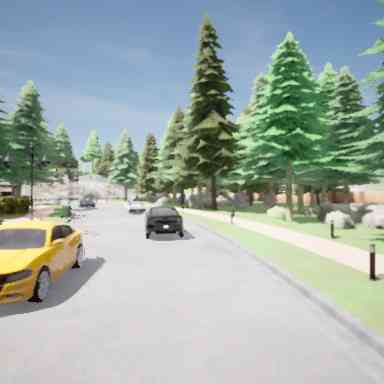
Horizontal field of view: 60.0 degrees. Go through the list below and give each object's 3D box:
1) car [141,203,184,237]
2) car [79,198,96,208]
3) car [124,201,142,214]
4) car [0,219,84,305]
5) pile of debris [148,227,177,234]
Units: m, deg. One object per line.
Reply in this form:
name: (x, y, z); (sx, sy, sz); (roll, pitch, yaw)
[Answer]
car: (-1.636, 1.496, 18.167); (1.882, 1.535, 5.008); (0, 0, -9)
car: (-15.487, 1.652, 49.025); (1.994, 1.385, 4.181); (0, 0, -26)
car: (-6.399, 1.649, 36.908); (1.895, 1.301, 4.718); (0, 0, -19)
car: (-4.107, 1.498, 8.360); (1.882, 1.535, 5.008); (0, 0, -5)
pile of debris: (-1.732, 2.195, 19.013); (1.500, 0.140, 1.860); (0, 0, -10)
